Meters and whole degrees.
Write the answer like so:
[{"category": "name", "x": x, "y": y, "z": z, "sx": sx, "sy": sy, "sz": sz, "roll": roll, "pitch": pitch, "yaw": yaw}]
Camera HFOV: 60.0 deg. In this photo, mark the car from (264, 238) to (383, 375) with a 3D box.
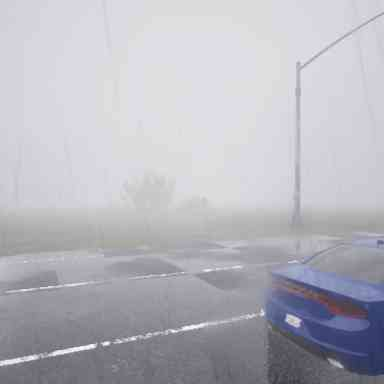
[{"category": "car", "x": 3.505, "y": 1.482, "z": 5.223, "sx": 5.008, "sy": 1.535, "sz": 1.882, "roll": 0, "pitch": 0, "yaw": -25}]
